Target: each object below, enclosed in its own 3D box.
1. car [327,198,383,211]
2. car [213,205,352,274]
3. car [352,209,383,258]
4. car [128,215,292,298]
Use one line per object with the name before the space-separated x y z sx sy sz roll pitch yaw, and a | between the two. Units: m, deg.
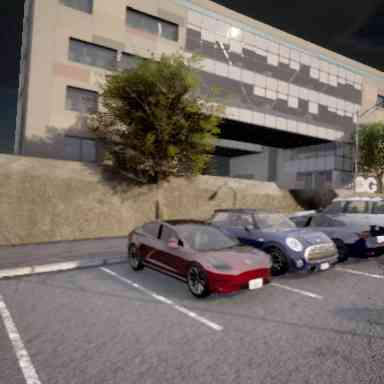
car | 9.066 1.343 15.352 2.185 1.767 4.553 0 0 -35
car | 2.196 1.349 10.551 2.185 1.767 4.553 0 0 -35
car | 4.475 1.502 12.167 2.163 1.488 4.792 0 0 -35
car | -0.048 1.506 8.882 2.163 1.488 4.792 0 0 -35
